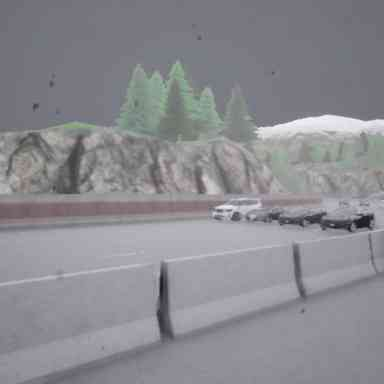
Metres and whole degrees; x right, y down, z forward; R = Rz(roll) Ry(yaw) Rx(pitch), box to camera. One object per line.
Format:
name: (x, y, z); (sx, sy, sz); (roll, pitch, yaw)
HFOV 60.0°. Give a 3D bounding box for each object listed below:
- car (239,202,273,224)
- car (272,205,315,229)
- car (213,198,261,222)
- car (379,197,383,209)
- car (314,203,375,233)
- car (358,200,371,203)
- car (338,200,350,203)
car: (6.443, 1.819, 27.714); (4.902, 1.511, 2.128); (1, -1, -44)
car: (8.334, 1.768, 24.671); (5.008, 1.535, 1.882); (1, -1, -44)
car: (4.329, 1.585, 30.500); (5.566, 2.045, 2.150); (1, -1, -44)
car: (33.366, 1.830, 56.809); (2.150, 2.045, 5.566); (0, -1, 30)
car: (10.201, 1.729, 21.641); (5.008, 1.535, 1.882); (1, -1, -44)
car: (31.967, 2.171, 61.526); (2.033, 1.411, 5.357); (0, -1, 28)
car: (29.430, 2.200, 64.250); (2.033, 1.411, 5.357); (0, -1, 28)
